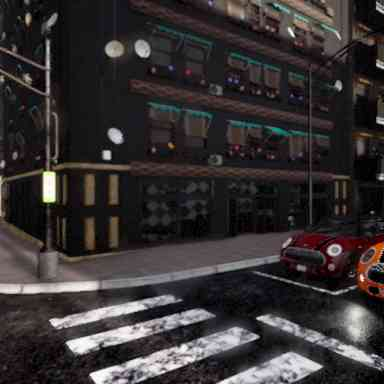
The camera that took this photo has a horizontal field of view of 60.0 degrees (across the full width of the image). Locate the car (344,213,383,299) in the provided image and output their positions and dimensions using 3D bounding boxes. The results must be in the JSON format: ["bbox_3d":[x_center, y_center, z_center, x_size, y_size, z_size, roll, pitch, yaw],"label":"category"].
[{"bbox_3d":[5.699,1.348,7.445,4.553,1.767,2.097,0,0,-35],"label":"car"}]

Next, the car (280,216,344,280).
[{"bbox_3d":[4.452,1.436,9.735,4.097,1.590,1.967,0,0,-35],"label":"car"}]
